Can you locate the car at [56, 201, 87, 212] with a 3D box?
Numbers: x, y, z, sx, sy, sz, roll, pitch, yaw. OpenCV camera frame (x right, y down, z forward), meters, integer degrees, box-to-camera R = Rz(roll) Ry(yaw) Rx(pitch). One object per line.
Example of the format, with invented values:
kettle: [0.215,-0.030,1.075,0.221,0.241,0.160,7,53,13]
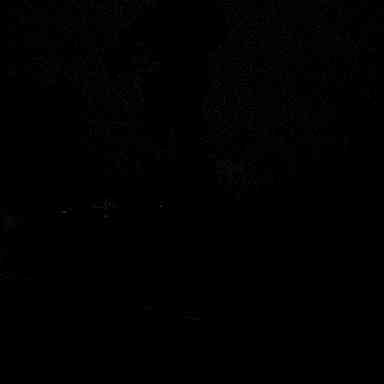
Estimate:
car: [-15.413,1.876,42.699,1.994,1.385,4.181,1,-2,20]

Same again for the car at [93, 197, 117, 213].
car: [-10.913,1.750,44.759,2.150,2.045,5.566,1,-2,20]

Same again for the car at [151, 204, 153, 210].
car: [-8.421,2.832,61.327,2.033,1.411,5.357,1,-2,20]
